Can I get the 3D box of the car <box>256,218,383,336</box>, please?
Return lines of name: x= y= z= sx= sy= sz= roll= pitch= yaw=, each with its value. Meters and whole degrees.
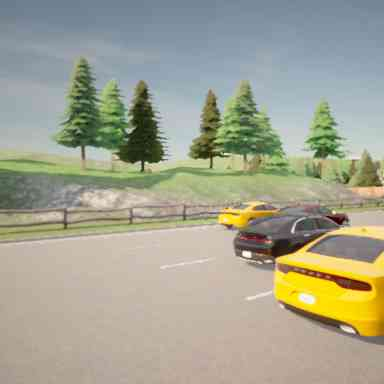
car: x=3.729 y=1.410 z=6.406 sx=5.008 sy=1.535 sz=1.882 roll=-1 pitch=1 yaw=-36

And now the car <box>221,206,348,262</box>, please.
car: x=3.465 y=1.417 z=10.517 sx=4.892 sy=1.490 sz=1.837 roll=-1 pitch=1 yaw=-35

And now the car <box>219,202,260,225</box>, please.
car: x=3.826 y=1.332 z=19.376 sx=5.008 sy=1.535 sz=1.882 roll=-1 pitch=1 yaw=-36

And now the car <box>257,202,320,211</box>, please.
car: x=5.810 y=1.333 z=16.491 sx=5.008 sy=1.535 sz=1.882 roll=-1 pitch=0 yaw=-36
